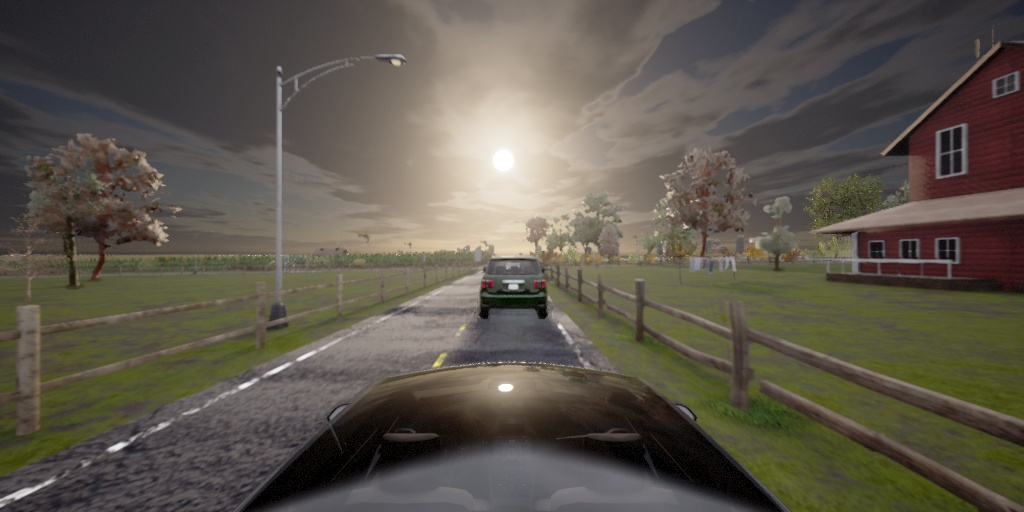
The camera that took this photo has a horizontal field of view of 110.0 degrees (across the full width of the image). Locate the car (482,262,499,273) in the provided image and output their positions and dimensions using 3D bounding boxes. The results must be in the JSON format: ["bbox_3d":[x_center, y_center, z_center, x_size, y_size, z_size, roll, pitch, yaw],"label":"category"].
[{"bbox_3d":[-2.824,1.458,47.244,1.895,1.301,4.718,0,0,0],"label":"car"}]

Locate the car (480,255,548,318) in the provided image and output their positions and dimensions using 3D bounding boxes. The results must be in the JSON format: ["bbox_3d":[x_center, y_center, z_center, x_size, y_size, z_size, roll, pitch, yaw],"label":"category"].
[{"bbox_3d":[0.061,0.994,13.259,2.150,2.045,5.566,0,0,0],"label":"car"}]
